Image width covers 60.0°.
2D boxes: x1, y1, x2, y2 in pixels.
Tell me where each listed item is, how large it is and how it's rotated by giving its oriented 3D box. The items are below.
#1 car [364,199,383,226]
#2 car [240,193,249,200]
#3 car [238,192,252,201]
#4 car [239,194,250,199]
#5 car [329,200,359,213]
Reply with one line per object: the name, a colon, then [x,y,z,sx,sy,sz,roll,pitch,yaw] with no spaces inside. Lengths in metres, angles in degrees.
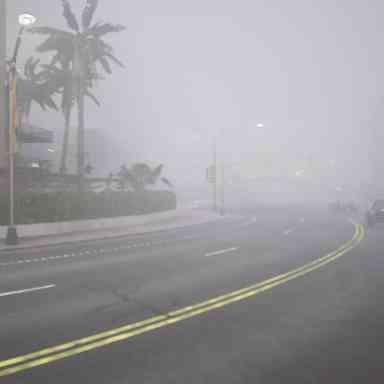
car: [12.586,1.243,21.827,2.097,1.767,4.553,0,0,24]
car: [13.097,1.126,82.580,2.185,1.767,4.553,0,0,9]
car: [12.240,1.269,76.211,2.097,1.535,5.008,0,0,9]
car: [14.802,1.223,93.220,2.231,1.521,4.892,0,0,19]
car: [15.795,1.451,34.907,1.895,1.301,4.718,0,0,10]
